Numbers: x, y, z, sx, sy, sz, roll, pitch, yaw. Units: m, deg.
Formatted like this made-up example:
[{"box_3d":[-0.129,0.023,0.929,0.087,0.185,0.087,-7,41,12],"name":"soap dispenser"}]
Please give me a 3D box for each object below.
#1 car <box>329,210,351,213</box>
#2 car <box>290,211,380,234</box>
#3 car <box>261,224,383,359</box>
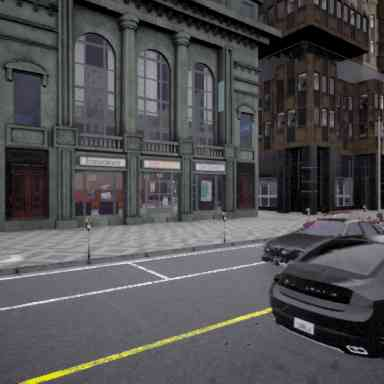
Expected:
[{"box_3d":[6.996,1.547,15.505,4.507,1.381,1.887,0,0,-35],"name":"car"},{"box_3d":[4.619,1.548,10.534,5.357,1.411,2.033,0,0,-35],"name":"car"},{"box_3d":[3.432,1.505,5.759,4.892,1.490,1.837,0,0,-36],"name":"car"}]
